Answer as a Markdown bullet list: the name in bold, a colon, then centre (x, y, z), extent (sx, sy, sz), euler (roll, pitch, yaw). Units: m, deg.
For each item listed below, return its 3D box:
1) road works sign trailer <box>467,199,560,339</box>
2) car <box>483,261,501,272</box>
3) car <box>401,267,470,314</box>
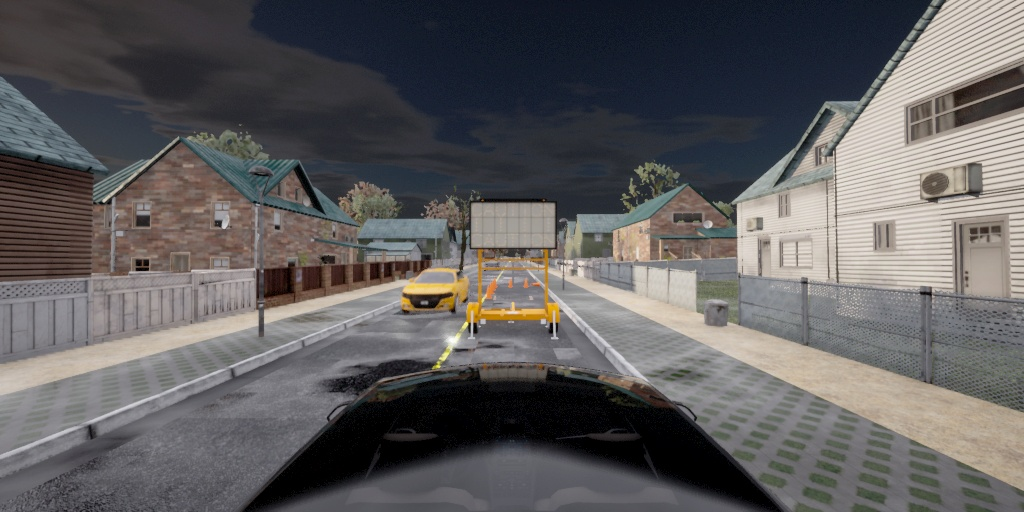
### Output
- **road works sign trailer**: centre (0.032, 0.217, 10.018), extent (2.380, 3.560, 2.880), euler (0, 0, 0)
- **car**: centre (-2.595, 1.278, 46.746), extent (1.812, 1.442, 4.674), euler (0, 0, 0)
- **car**: centre (-2.806, 1.231, 14.011), extent (1.882, 1.535, 5.008), euler (0, 0, 0)
